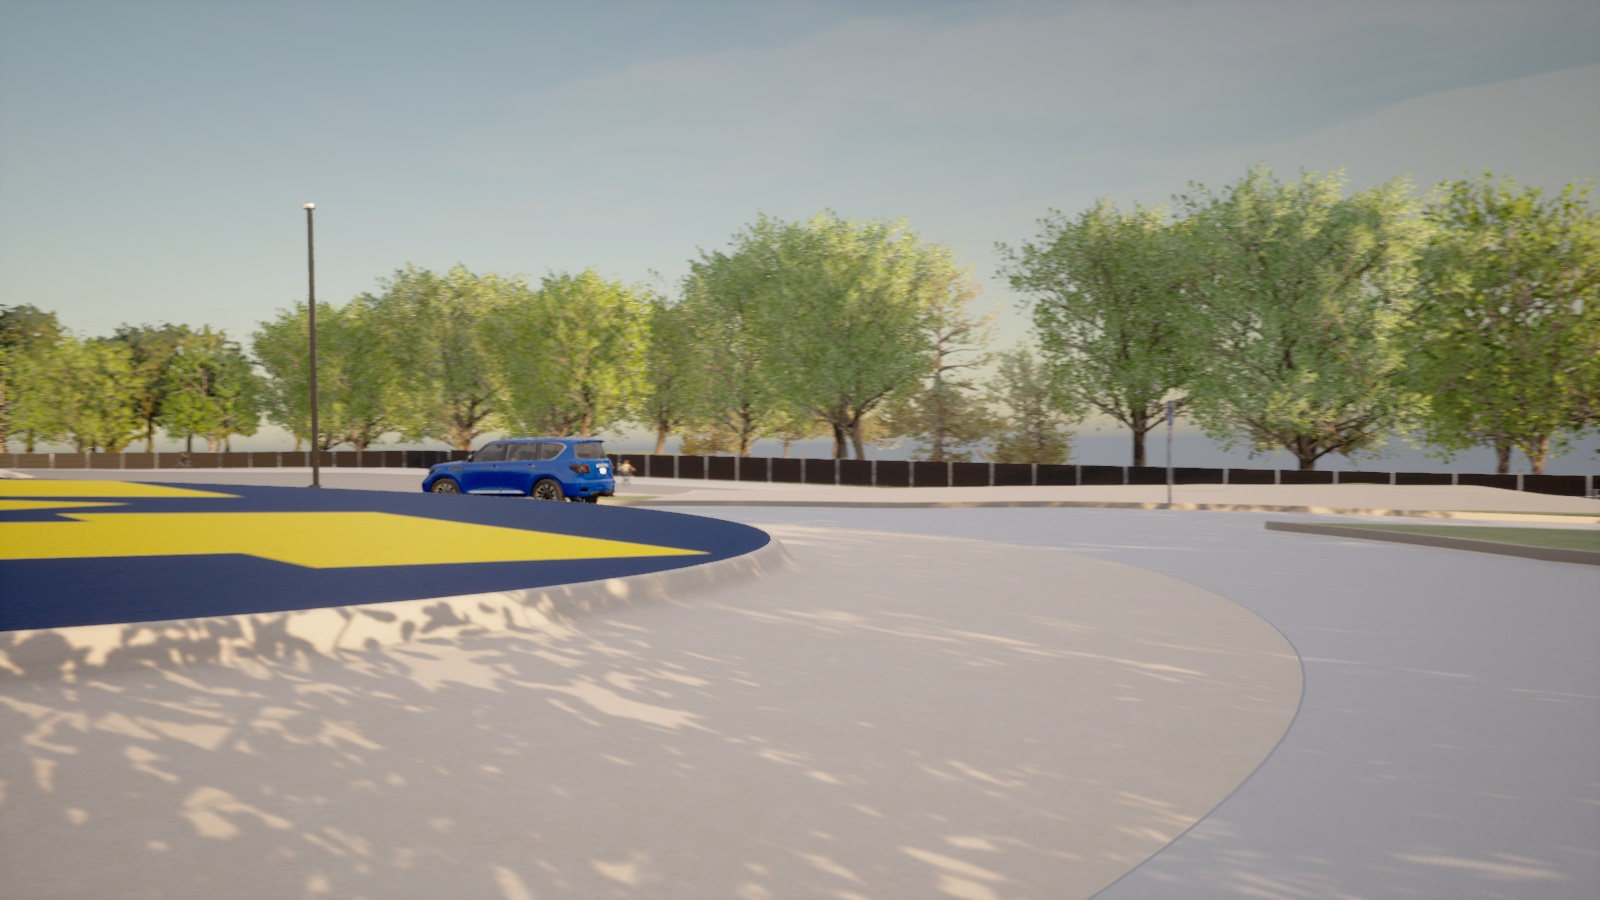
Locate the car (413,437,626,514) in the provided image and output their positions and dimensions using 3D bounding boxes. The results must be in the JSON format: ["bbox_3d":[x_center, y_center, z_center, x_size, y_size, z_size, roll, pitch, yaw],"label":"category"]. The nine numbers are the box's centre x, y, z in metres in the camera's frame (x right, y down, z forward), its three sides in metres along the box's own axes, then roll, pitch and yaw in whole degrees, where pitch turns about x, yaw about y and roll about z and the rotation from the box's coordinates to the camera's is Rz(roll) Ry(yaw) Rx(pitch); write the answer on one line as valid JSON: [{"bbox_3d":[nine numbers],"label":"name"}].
[{"bbox_3d":[-7.899,0.684,35.396,5.566,2.045,2.150,0,0,20],"label":"car"}]
